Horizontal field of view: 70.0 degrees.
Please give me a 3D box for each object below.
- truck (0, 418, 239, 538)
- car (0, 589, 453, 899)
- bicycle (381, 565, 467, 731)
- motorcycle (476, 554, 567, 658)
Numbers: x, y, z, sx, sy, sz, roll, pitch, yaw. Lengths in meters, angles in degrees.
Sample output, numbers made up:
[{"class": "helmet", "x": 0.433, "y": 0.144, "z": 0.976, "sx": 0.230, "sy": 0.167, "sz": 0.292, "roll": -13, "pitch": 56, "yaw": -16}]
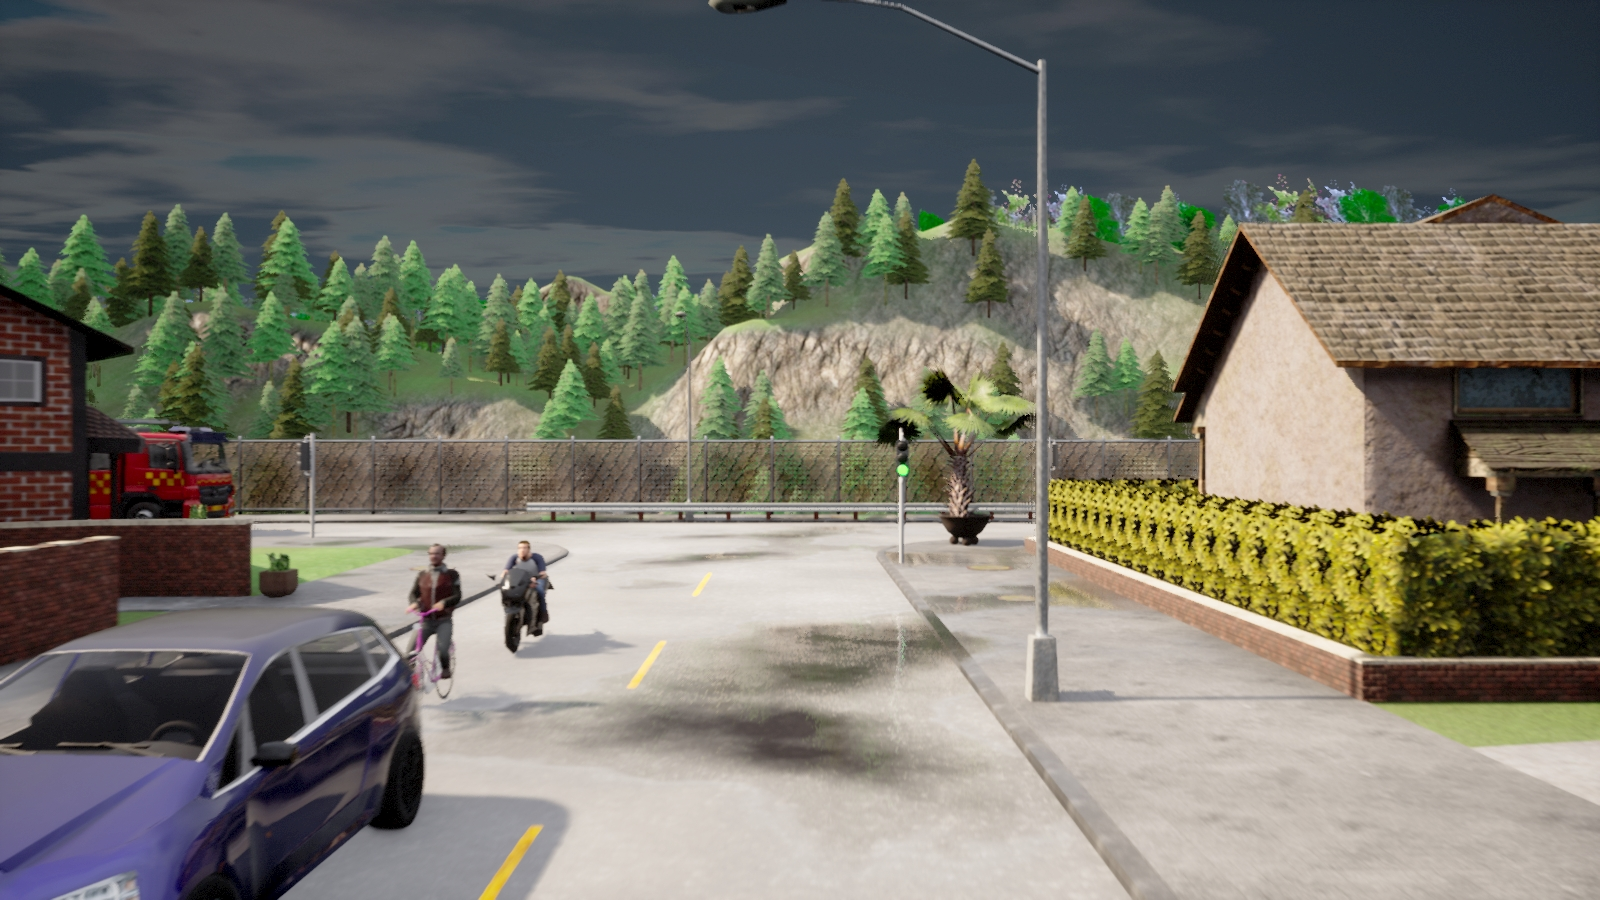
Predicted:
[{"class": "truck", "x": -23.491, "y": 0.886, "z": 37.737, "sx": 8.468, "sy": 3.827, "sz": 2.891, "roll": 0, "pitch": 0, "yaw": 0}, {"class": "car", "x": -3.946, "y": 1.967, "z": 7.036, "sx": 2.242, "sy": 1.667, "sz": 4.611, "roll": 0, "pitch": 0, "yaw": 0}, {"class": "bicycle", "x": -3.997, "y": 2.059, "z": 12.253, "sx": 0.329, "sy": 1.471, "sz": 1.835, "roll": 0, "pitch": 0, "yaw": 0}, {"class": "motorcycle", "x": -3.945, "y": 2.185, "z": 16.345, "sx": 0.803, "sy": 1.199, "sz": 2.033, "roll": 0, "pitch": 0, "yaw": 0}]
